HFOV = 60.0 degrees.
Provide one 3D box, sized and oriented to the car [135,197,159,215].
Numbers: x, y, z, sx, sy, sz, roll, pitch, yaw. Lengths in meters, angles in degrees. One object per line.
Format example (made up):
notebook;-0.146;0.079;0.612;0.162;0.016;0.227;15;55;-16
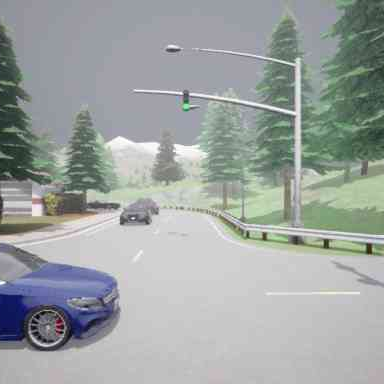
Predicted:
car;-4.783;1.352;33.865;2.097;1.767;4.553;0;0;-19

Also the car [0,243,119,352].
car;-3.596;1.588;5.533;4.674;1.442;1.812;1;0;-1

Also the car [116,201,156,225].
car;-3.960;1.564;24.073;1.994;1.385;4.181;0;0;-2

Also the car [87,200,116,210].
car;-11.349;1.608;41.610;4.718;1.301;1.895;0;0;14
